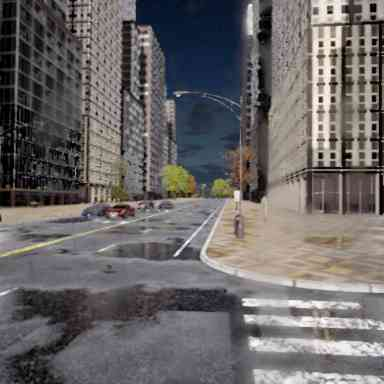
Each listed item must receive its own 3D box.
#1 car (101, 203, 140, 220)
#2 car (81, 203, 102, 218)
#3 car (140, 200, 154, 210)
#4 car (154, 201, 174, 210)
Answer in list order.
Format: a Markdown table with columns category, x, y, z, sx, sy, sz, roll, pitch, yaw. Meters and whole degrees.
| category | x | y | z | sx | sy | sz | roll | pitch | yaw |
| --- | --- | --- | --- | --- | --- | --- | --- | --- | --- |
| car | -6.761 | 1.873 | 31.990 | 1.812 | 1.442 | 4.674 | 1 | -1 | 6 |
| car | -9.703 | 1.894 | 34.907 | 2.033 | 1.411 | 5.357 | 1 | -1 | 6 |
| car | -7.389 | 2.065 | 54.495 | 2.128 | 1.511 | 4.902 | 1 | -1 | 6 |
| car | -4.163 | 2.137 | 54.105 | 2.033 | 1.411 | 5.357 | 1 | -1 | 6 |
